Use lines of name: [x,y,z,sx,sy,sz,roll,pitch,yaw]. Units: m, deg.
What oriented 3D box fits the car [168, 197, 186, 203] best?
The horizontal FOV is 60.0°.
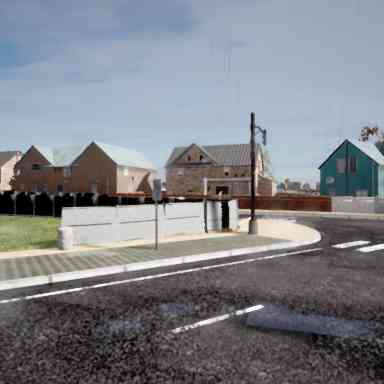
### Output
car: [-0.964,1.119,25.371,4.674,1.442,1.812,1,0,21]
